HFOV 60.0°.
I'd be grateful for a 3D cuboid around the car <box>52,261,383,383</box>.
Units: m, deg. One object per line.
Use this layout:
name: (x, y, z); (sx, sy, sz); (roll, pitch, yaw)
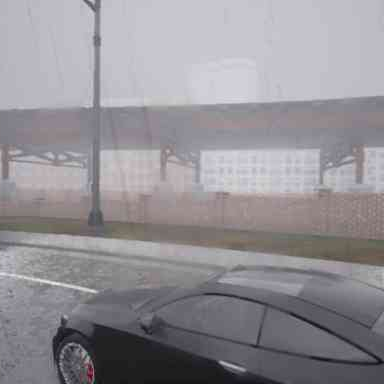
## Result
car: (0.561, 1.481, 3.384); (4.674, 1.442, 1.812); (0, 1, 34)
